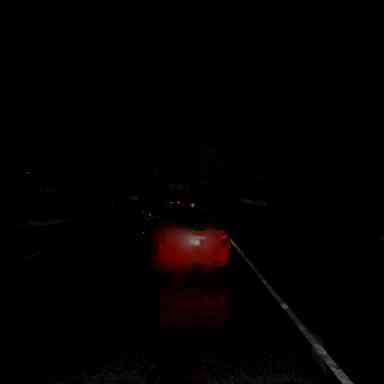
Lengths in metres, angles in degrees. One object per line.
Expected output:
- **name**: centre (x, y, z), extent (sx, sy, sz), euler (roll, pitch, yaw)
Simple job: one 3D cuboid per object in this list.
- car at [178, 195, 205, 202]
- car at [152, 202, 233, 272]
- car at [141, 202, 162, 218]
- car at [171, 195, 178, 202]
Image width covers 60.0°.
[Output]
- **car**: centre (0.077, 1.287, 32.591), extent (2.150, 2.045, 5.566), euler (0, 0, 0)
- **car**: centre (0.077, 1.379, 11.027), extent (2.097, 1.767, 4.553), euler (0, 0, 0)
- **car**: centre (-3.620, 1.613, 31.678), extent (2.033, 1.411, 5.357), euler (0, 0, 0)
- **car**: centre (-3.548, 1.408, 72.882), extent (1.882, 1.535, 5.008), euler (0, 0, 0)
